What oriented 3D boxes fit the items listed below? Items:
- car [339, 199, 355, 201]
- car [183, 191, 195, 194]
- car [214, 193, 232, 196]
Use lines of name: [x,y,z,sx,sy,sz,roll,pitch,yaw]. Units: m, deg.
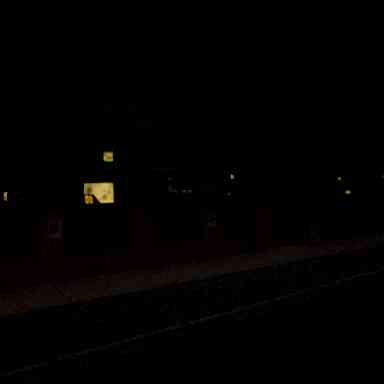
car: [13.368,1.330,28.395,1.994,1.385,4.181,-2,2,-35]
car: [-1.116,0.609,54.482,2.128,1.511,4.902,-2,2,-35]
car: [4.103,0.942,41.824,1.837,1.490,4.892,-2,2,-35]
